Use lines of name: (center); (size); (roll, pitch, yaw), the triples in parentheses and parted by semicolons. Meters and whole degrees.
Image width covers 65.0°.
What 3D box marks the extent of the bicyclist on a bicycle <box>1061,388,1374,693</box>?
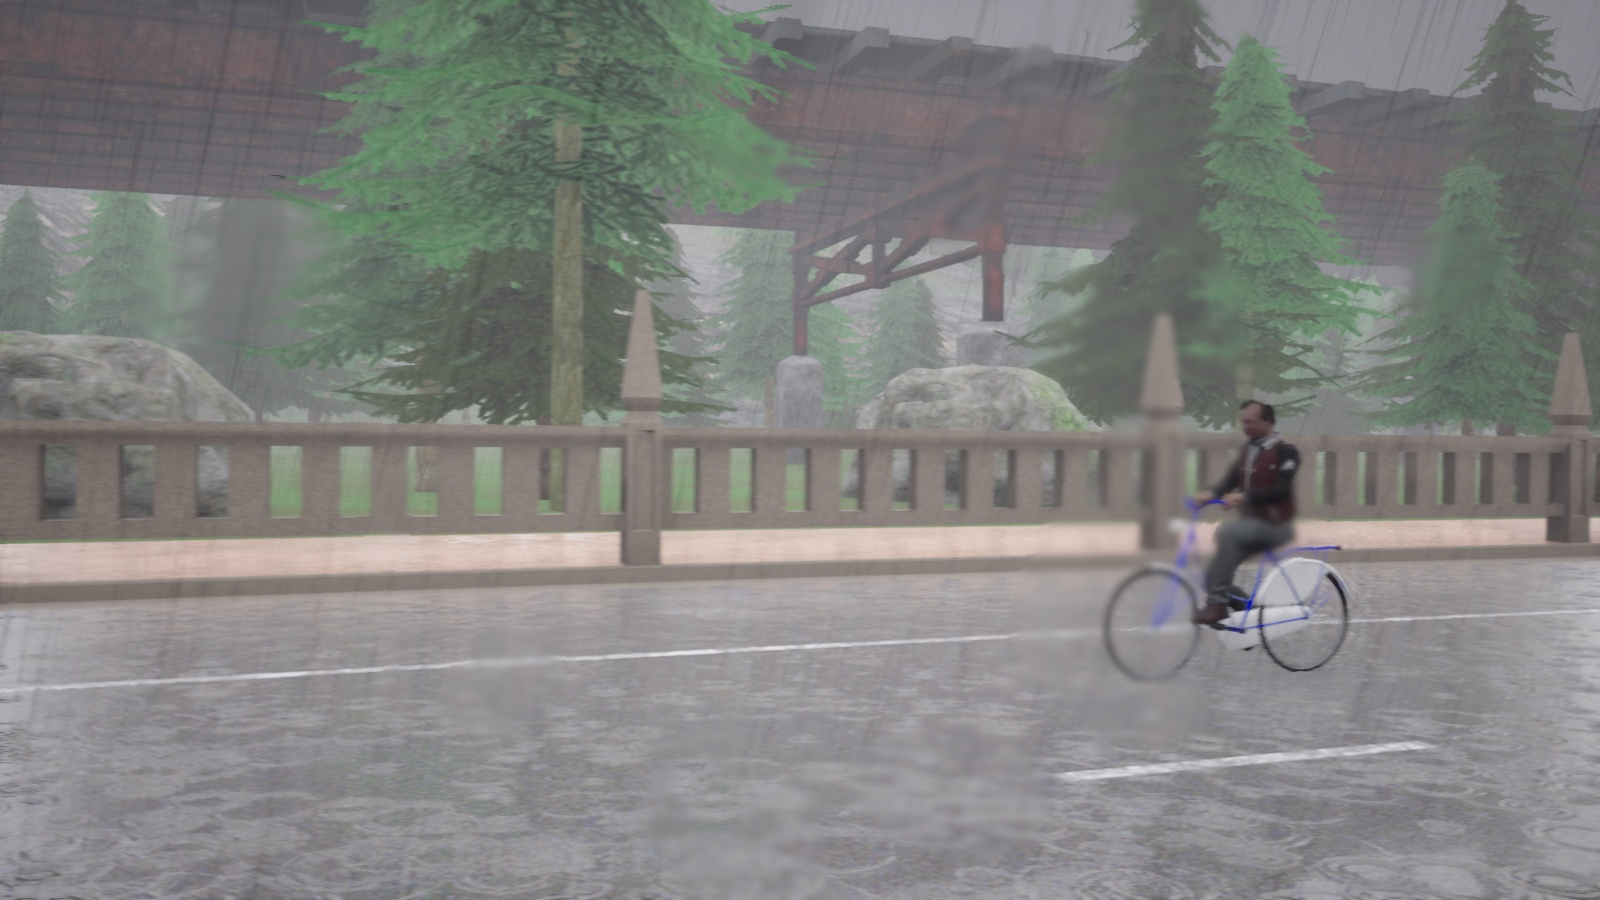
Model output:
bicyclist on a bicycle: (2.626, 0.510, 7.904); (1.843, 1.776, 0.659); (-1, 1, -18)
